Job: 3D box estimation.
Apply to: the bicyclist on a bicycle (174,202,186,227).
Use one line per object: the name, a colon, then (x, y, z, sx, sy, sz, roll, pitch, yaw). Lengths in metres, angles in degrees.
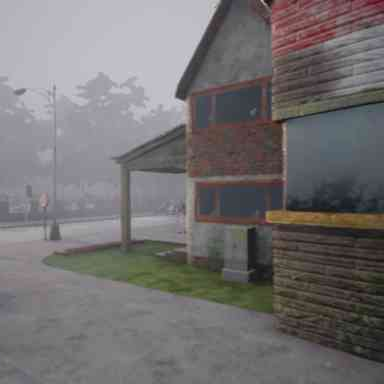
bicyclist on a bicycle: (-0.534, 1.467, 21.533, 1.656, 1.620, 0.582, -1, -1, 35)

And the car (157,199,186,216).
car: (-1.542, 1.547, 34.580, 2.097, 1.767, 4.553, -1, 0, 36)
